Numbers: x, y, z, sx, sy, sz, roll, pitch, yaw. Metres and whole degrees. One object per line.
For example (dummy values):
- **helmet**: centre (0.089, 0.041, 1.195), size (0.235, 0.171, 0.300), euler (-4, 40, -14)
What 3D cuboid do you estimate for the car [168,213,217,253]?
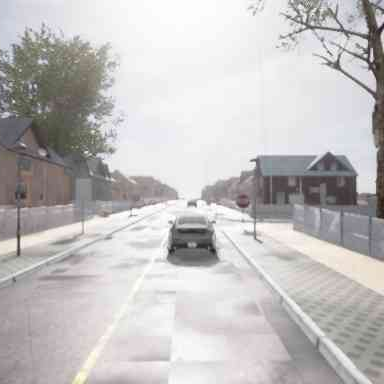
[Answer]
- **car**: centre (0.008, 1.658, 14.324), size (1.837, 1.490, 4.892), euler (0, 0, 0)

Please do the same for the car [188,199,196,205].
- **car**: centre (0.016, 2.376, 81.555), size (1.895, 1.301, 4.718), euler (0, -1, 0)

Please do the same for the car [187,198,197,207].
- **car**: centre (0.018, 2.228, 66.276), size (1.882, 1.535, 5.008), euler (0, 0, 0)
